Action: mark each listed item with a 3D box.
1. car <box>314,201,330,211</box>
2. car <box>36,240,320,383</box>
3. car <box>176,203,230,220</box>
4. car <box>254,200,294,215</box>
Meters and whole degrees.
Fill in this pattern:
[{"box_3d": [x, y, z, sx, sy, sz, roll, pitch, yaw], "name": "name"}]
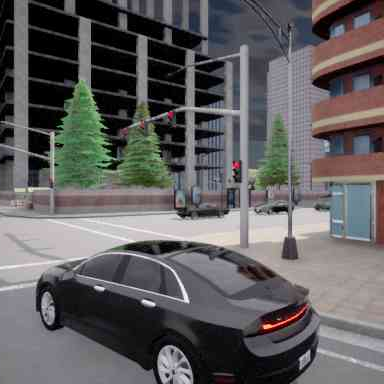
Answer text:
[{"box_3d": [16.956, 1.407, 40.512, 4.553, 1.767, 2.097, 0, 0, -35], "name": "car"}, {"box_3d": [-0.634, 1.505, 5.094, 4.892, 1.490, 1.837, 0, 0, 41], "name": "car"}, {"box_3d": [0.964, 1.656, 29.152, 4.718, 1.301, 1.895, 0, 0, -35], "name": "car"}, {"box_3d": [8.562, 1.547, 34.563, 4.902, 1.511, 2.128, 0, 0, -35], "name": "car"}]
